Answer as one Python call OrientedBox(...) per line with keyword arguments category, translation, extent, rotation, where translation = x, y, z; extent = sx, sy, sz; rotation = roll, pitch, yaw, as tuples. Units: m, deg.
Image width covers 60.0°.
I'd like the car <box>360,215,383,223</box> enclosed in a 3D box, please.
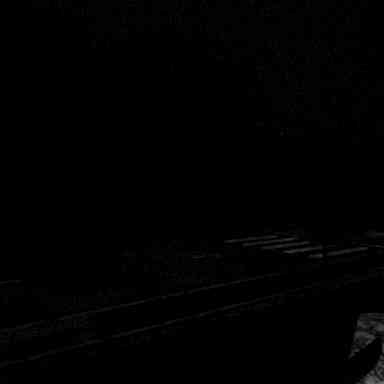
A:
OrientedBox(category="car", translation=(30.553, 4.656, 57.400), extent=(4.902, 1.511, 2.128), rotation=(4, -3, -3))
